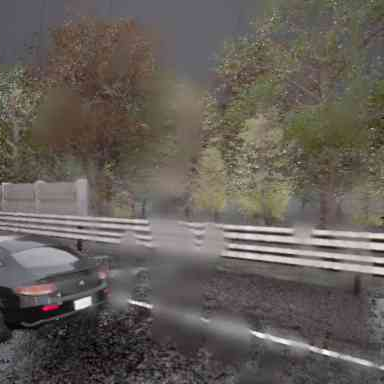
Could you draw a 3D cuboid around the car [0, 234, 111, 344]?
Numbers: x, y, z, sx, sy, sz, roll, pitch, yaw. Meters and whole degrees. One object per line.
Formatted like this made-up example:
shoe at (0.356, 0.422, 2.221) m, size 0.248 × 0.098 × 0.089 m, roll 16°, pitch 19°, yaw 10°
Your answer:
car at (-3.550, 1.558, 6.435) m, size 4.674 × 1.442 × 1.812 m, roll -1°, pitch 0°, yaw 35°
